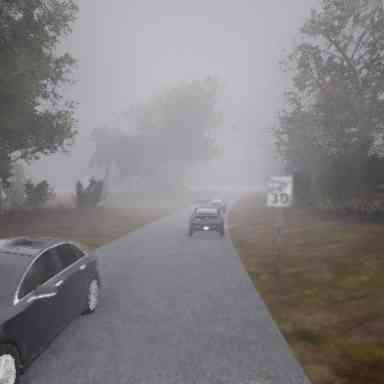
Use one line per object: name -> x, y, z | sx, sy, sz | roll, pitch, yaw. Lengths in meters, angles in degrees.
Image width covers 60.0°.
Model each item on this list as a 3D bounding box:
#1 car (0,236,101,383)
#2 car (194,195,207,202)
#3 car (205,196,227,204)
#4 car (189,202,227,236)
car -> -2.745, 1.499, 4.769 | 1.837, 1.490, 4.892 | 0, 0, 1
car -> 1.514, 1.147, 46.713 | 1.895, 1.301, 4.718 | 2, 2, 10
car -> 2.900, 1.397, 37.177 | 1.812, 1.442, 4.674 | 0, 1, 8
car -> 0.879, 1.557, 18.981 | 1.837, 1.490, 4.892 | 0, 0, 4
